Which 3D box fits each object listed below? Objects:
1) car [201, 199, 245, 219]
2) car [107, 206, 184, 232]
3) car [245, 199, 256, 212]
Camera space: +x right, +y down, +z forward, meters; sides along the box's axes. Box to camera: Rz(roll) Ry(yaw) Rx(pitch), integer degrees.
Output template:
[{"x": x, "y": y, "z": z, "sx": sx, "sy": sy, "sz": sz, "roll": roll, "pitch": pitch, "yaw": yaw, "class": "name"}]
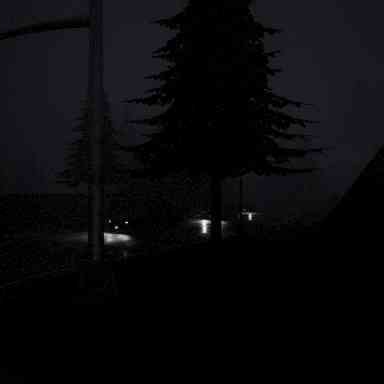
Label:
[{"x": 2.691, "y": 1.547, "z": 29.248, "sx": 2.033, "sy": 1.411, "sz": 5.357, "roll": 0, "pitch": 0, "yaw": 26, "class": "car"}, {"x": -2.629, "y": 1.547, "z": 20.380, "sx": 2.033, "sy": 1.411, "sz": 5.357, "roll": 0, "pitch": 0, "yaw": 35, "class": "car"}, {"x": 6.459, "y": 1.547, "z": 38.985, "sx": 2.033, "sy": 1.411, "sz": 5.357, "roll": 0, "pitch": 0, "yaw": 16, "class": "car"}]
